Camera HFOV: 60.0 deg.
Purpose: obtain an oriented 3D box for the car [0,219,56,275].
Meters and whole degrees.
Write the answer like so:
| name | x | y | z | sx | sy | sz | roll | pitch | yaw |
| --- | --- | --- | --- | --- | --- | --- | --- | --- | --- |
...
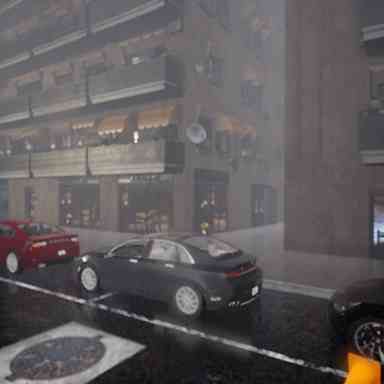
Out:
| name | x | y | z | sx | sy | sz | roll | pitch | yaw |
| --- | --- | --- | --- | --- | --- | --- | --- | --- | --- |
| car | -5.406 | 1.509 | 10.268 | 4.507 | 1.381 | 1.887 | 0 | 0 | 33 |

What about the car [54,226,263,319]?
| name | x | y | z | sx | sy | sz | roll | pitch | yaw |
| --- | --- | --- | --- | --- | --- | --- | --- | --- | --- |
| car | -0.693 | 1.535 | 7.189 | 4.403 | 1.369 | 2.008 | 0 | 0 | 33 |

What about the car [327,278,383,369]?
| name | x | y | z | sx | sy | sz | roll | pitch | yaw |
| --- | --- | --- | --- | --- | --- | --- | --- | --- | --- |
| car | 4.021 | 1.570 | 4.109 | 4.313 | 1.339 | 1.947 | 0 | 0 | 33 |
